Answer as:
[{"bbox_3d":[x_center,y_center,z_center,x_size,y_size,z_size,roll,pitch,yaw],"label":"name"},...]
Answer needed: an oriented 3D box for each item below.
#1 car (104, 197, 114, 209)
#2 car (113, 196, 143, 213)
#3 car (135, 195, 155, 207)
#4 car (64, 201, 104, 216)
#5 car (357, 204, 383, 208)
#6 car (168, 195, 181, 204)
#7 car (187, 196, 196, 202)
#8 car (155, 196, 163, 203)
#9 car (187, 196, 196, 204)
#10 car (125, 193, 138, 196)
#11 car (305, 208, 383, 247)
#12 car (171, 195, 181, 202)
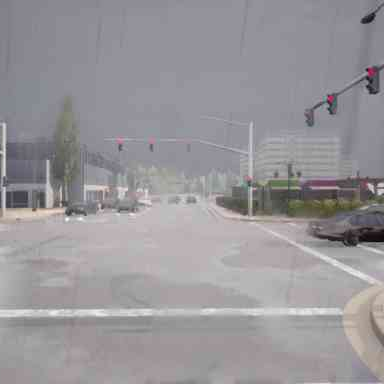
[{"bbox_3d":[-10.672,1.506,43.876,1.837,1.490,4.892,0,0,0],"label":"car"},{"bbox_3d":[-7.163,1.505,37.675,1.837,1.490,4.892,0,0,0],"label":"car"},{"bbox_3d":[-7.172,1.525,50.141,1.812,1.442,4.674,0,0,0],"label":"car"},{"bbox_3d":[-10.654,1.547,32.583,2.033,1.411,5.357,0,0,0],"label":"car"},{"bbox_3d":[11.769,1.526,21.917,4.674,1.442,1.812,0,0,1],"label":"car"},{"bbox_3d":[-3.608,1.547,64.559,2.033,1.411,5.357,0,0,0],"label":"car"},{"bbox_3d":[-0.125,1.468,74.870,1.895,1.301,4.718,0,0,0],"label":"car"},{"bbox_3d":[-7.122,1.564,68.075,1.994,1.385,4.181,0,0,0],"label":"car"},{"bbox_3d":[-0.108,1.491,64.565,2.128,1.511,4.902,0,0,0],"label":"car"},{"bbox_3d":[-10.677,1.215,58.407,2.150,2.045,5.566,0,1,0],"label":"car"},{"bbox_3d":[7.755,1.547,14.401,5.357,1.411,2.033,0,0,-2],"label":"car"},{"bbox_3d":[-3.625,1.425,74.832,1.994,1.385,4.181,0,0,0],"label":"car"}]
